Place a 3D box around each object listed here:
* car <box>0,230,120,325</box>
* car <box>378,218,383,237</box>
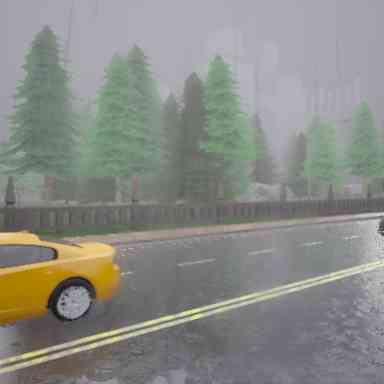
[{"bbox_3d":[-3.735,1.477,5.628,5.008,1.535,1.882,-1,0,-36],"label":"car"},{"bbox_3d":[10.883,1.384,16.057,4.892,1.490,1.837,0,0,-36],"label":"car"}]
